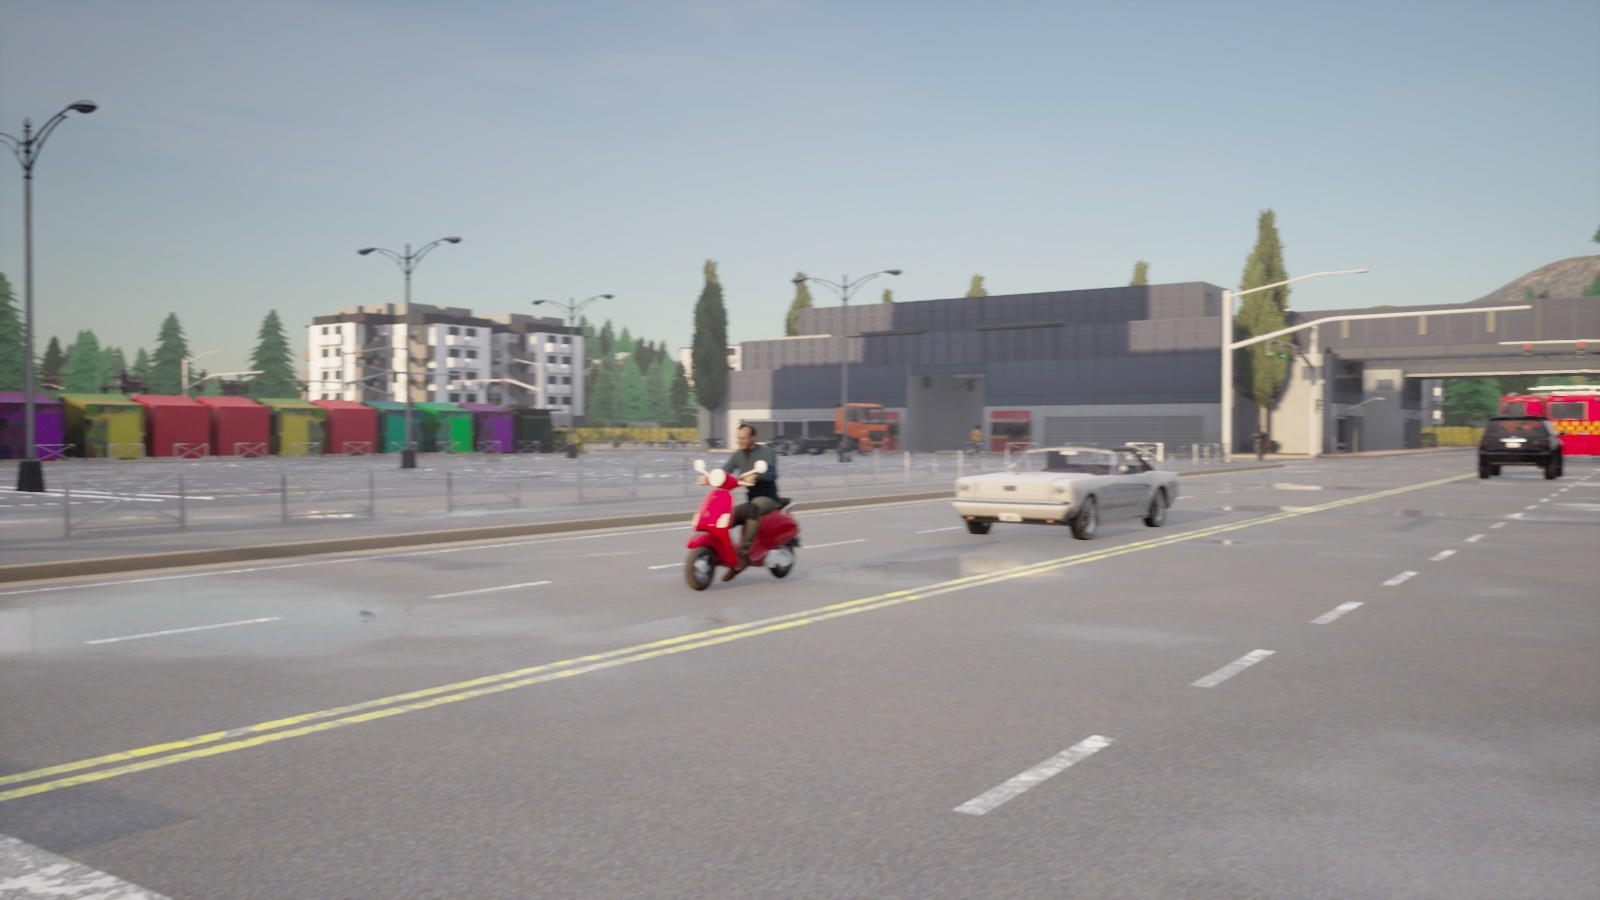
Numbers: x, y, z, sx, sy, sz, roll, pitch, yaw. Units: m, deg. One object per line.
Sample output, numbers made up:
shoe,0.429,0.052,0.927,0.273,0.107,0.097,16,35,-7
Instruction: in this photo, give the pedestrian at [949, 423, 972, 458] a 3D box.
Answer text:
pedestrian,8.472,-0.510,66.363,0.900,1.855,0.874,1,1,36

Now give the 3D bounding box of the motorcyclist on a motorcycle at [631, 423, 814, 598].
motorcyclist on a motorcycle,-0.725,0.534,12.351,0.866,1.590,1.817,1,1,34

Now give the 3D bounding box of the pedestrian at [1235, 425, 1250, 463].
pedestrian,22.177,-0.315,62.960,0.563,1.883,0.849,1,1,28

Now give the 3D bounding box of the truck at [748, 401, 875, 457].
truck,0.698,-1.368,80.981,7.936,3.462,2.891,1,1,36

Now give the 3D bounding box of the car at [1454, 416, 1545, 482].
car,23.230,-0.079,41.606,2.150,2.045,5.566,1,1,34

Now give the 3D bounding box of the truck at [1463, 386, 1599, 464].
truck,38.384,-1.248,63.336,8.468,3.827,2.891,1,1,34

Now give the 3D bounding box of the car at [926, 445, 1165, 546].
car,3.883,0.591,19.185,1.895,1.301,4.718,1,1,34
